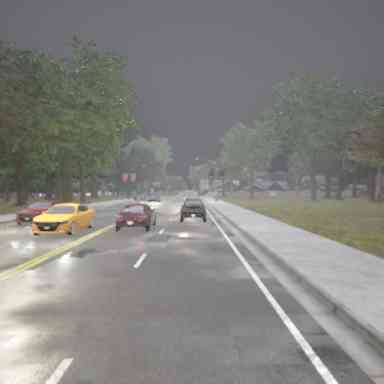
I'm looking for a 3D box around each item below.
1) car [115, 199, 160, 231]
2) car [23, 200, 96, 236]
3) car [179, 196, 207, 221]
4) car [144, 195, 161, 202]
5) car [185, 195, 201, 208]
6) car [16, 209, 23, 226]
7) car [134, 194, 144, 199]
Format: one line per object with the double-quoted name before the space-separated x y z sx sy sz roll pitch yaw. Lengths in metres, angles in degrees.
"car" -3.159 1.381 19.207 1.812 1.442 4.674 0 0 0
"car" -6.608 1.344 17.625 1.882 1.535 5.008 0 0 0
"car" 0.089 1.320 25.002 1.837 1.490 4.892 0 0 0
"car" -6.577 1.203 58.102 1.994 1.385 4.181 0 0 0
"car" 0.078 1.187 42.361 1.882 1.535 5.008 0 0 0
"car" -9.860 1.311 22.370 1.882 1.535 5.008 0 0 0
"car" -9.802 1.137 63.061 2.128 1.511 4.902 0 0 0
